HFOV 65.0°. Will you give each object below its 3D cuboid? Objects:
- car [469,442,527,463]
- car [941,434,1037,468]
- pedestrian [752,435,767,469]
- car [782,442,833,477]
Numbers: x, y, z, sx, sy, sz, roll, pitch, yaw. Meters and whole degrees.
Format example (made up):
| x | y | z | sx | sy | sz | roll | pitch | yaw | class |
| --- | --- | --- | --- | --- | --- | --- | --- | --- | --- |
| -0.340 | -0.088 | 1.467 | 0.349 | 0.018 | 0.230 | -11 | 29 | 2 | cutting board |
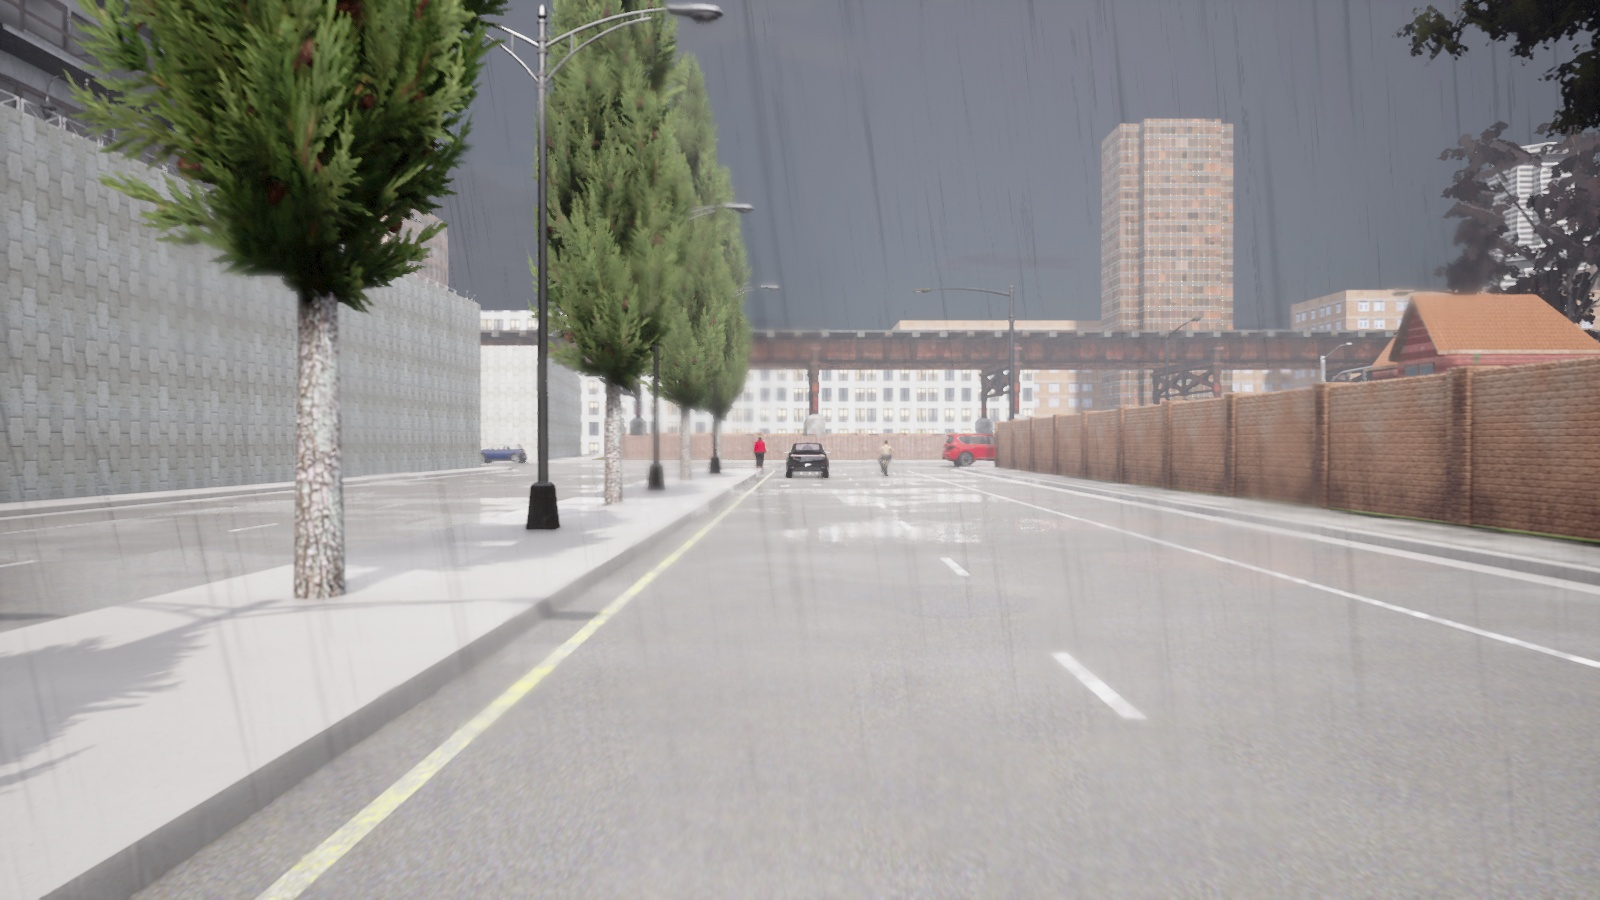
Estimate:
| x | y | z | sx | sy | sz | roll | pitch | yaw | class |
| --- | --- | --- | --- | --- | --- | --- | --- | --- | --- |
| -22.035 | 0.177 | 91.725 | 3.806 | 1.475 | 1.970 | 0 | 0 | 1 | car |
| 11.617 | 0.039 | 77.353 | 5.566 | 2.045 | 2.150 | 0 | 0 | -3 | car |
| -2.233 | 0.122 | 69.494 | 0.634 | 1.844 | 0.899 | 0 | 0 | 14 | pedestrian |
| 0.331 | 0.390 | 55.516 | 2.128 | 1.511 | 4.902 | 0 | 0 | 0 | car |
